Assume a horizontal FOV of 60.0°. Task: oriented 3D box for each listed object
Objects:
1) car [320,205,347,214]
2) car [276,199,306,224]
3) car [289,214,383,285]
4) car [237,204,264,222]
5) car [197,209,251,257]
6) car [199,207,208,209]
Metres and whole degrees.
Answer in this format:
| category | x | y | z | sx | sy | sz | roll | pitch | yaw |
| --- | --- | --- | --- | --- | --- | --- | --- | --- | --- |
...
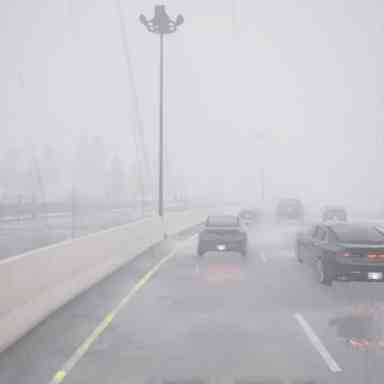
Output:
| category | x | y | z | sx | sy | sz | roll | pitch | yaw |
| --- | --- | --- | --- | --- | --- | --- | --- | --- | --- |
| car | 12.501 | 1.890 | 29.363 | 1.837 | 1.490 | 4.892 | 0 | -1 | 19 |
| car | 8.480 | 1.587 | 28.545 | 2.150 | 2.045 | 5.566 | 0 | -1 | 18 |
| car | 4.323 | 1.634 | 9.766 | 1.837 | 1.490 | 4.892 | 0 | -1 | 6 |
| car | 5.414 | 1.905 | 30.243 | 1.812 | 1.442 | 4.674 | 0 | -1 | 19 |
| car | 1.343 | 1.676 | 13.788 | 1.837 | 1.490 | 4.892 | 0 | -1 | 8 |
| car | 2.261 | 2.130 | 49.551 | 1.812 | 1.442 | 4.674 | 0 | -1 | 29 |
